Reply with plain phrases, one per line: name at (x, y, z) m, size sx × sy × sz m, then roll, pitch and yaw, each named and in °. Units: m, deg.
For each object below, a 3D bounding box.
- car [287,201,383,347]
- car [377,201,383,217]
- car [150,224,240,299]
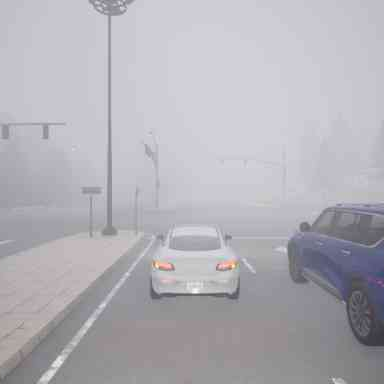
car at (3.553, 1.221, 6.454) m, size 2.150 × 2.045 × 5.566 m, roll 0°, pitch 0°, yaw 1°
car at (19.380, 1.564, 30.133) m, size 4.181 × 1.385 × 1.994 m, roll 0°, pitch 0°, yaw -1°
car at (0.062, 1.526, 8.300) m, size 1.812 × 1.442 × 4.674 m, roll 0°, pitch 0°, yaw 0°
